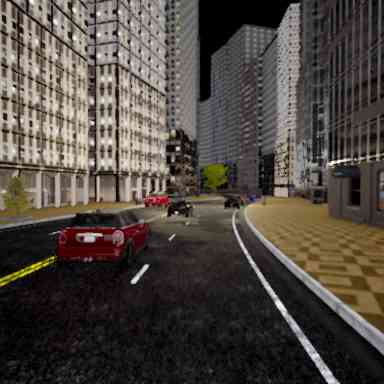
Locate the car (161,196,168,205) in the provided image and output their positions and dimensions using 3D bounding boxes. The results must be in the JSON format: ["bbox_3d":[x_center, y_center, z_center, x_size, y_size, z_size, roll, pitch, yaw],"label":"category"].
[{"bbox_3d":[-2.200,1.537,44.179,1.895,1.301,4.718,0,0,11],"label":"car"}]

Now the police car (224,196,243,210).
[{"bbox_3d":[5.259,1.405,43.202,1.930,1.638,5.238,0,0,11],"label":"police car"}]

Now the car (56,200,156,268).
[{"bbox_3d":[-2.751,1.332,11.397,2.097,1.767,4.553,0,0,3],"label":"car"}]

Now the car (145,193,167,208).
[{"bbox_3d":[-4.961,1.140,46.867,2.150,2.045,5.566,0,0,12],"label":"car"}]

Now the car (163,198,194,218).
[{"bbox_3d":[-0.982,1.468,30.323,1.837,1.490,4.892,0,0,8],"label":"car"}]

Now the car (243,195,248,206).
[{"bbox_3d":[7.310,1.486,52.623,1.837,1.490,4.892,0,0,13],"label":"car"}]

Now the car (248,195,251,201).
[{"bbox_3d":[8.747,1.460,58.298,1.882,1.535,5.008,0,0,15],"label":"car"}]

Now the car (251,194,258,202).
[{"bbox_3d":[13.234,1.416,76.213,1.882,1.535,5.008,0,0,18],"label":"car"}]
